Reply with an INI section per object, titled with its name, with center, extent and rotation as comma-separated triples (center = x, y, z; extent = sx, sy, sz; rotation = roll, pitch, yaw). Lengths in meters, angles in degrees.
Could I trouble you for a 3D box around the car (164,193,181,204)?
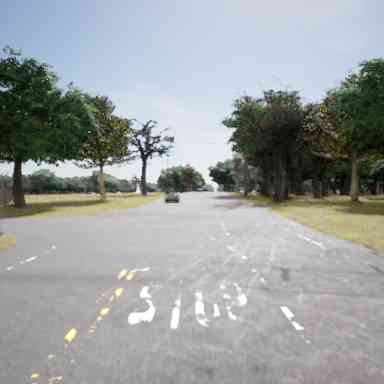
[car]
center = -2.536, 0.829, 43.636
extent = 1.895, 1.301, 4.718
rotation = 0, 2, 2
